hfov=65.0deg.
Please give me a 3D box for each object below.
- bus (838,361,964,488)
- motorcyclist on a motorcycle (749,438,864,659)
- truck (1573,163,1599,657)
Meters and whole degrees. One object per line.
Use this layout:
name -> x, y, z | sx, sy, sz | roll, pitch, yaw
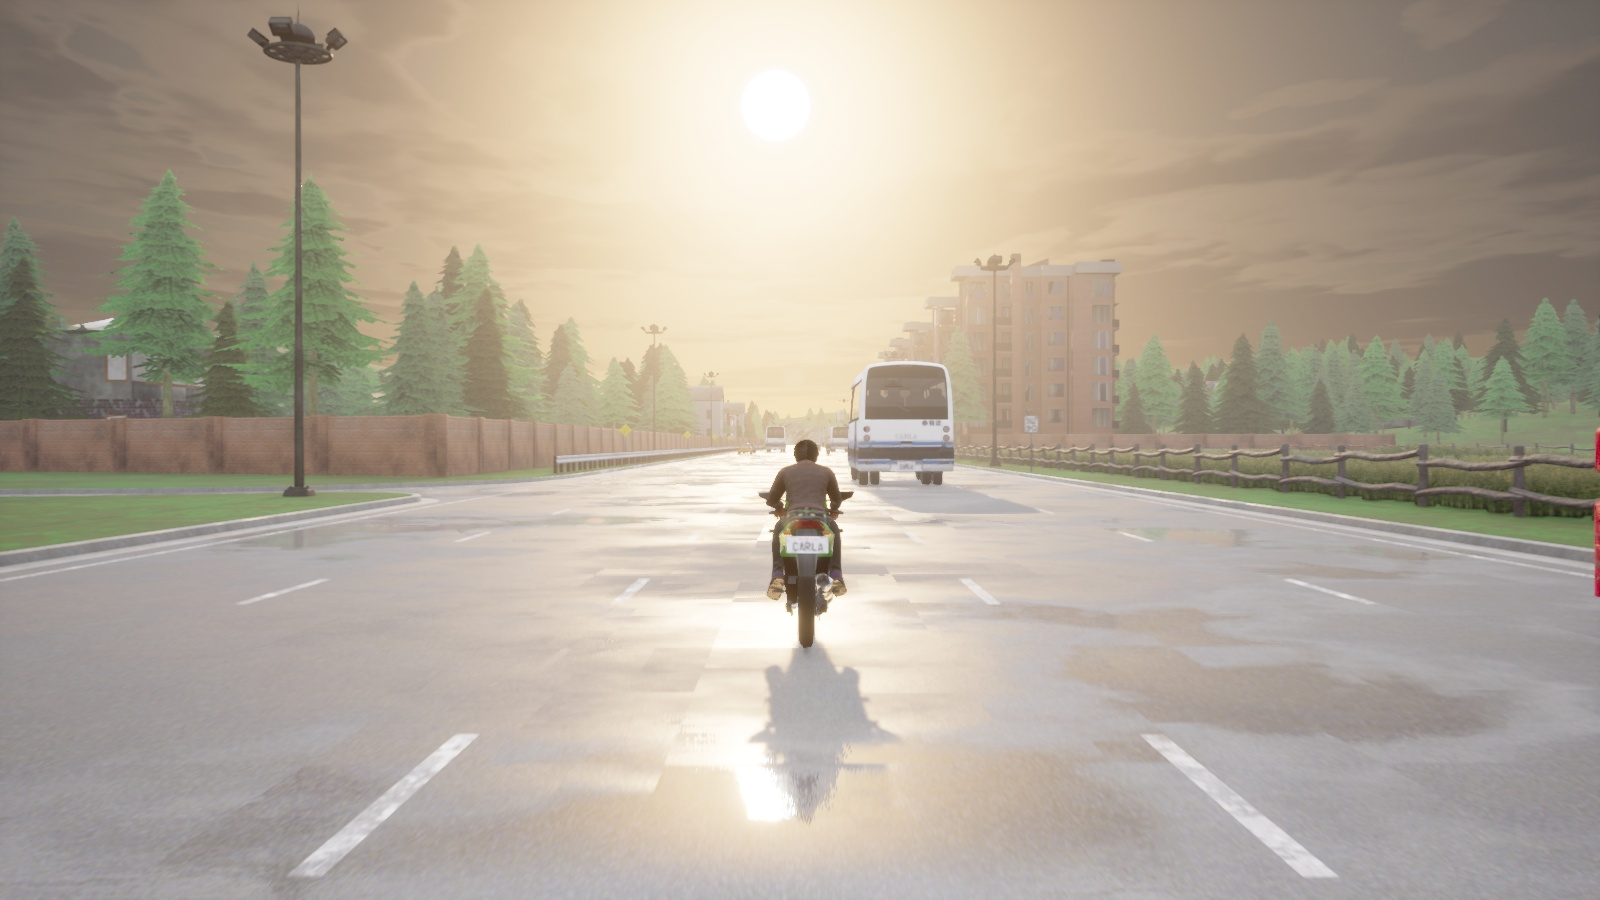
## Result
bus -> 3.568, -0.895, 47.490 | 3.944, 4.253, 10.273 | 0, 0, 0
motorcyclist on a motorcycle -> 0.046, 0.674, 9.698 | 0.797, 1.523, 2.044 | 0, 0, 0
truck -> 7.052, -0.259, 5.133 | 2.891, 3.462, 7.936 | 0, 0, 0
